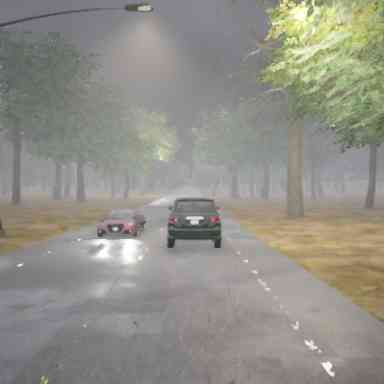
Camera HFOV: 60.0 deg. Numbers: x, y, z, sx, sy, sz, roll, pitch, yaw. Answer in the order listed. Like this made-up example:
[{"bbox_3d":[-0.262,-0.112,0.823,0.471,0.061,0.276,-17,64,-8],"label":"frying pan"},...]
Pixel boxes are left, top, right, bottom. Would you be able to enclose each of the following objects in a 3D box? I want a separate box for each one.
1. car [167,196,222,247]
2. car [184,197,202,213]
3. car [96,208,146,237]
[{"bbox_3d":[0.099,1.203,14.968,2.150,2.045,5.566,0,0,0],"label":"car"},{"bbox_3d":[0.098,1.370,36.475,1.812,1.442,4.674,0,1,0],"label":"car"},{"bbox_3d":[-3.599,1.538,17.588,1.994,1.385,4.181,0,0,0],"label":"car"}]
